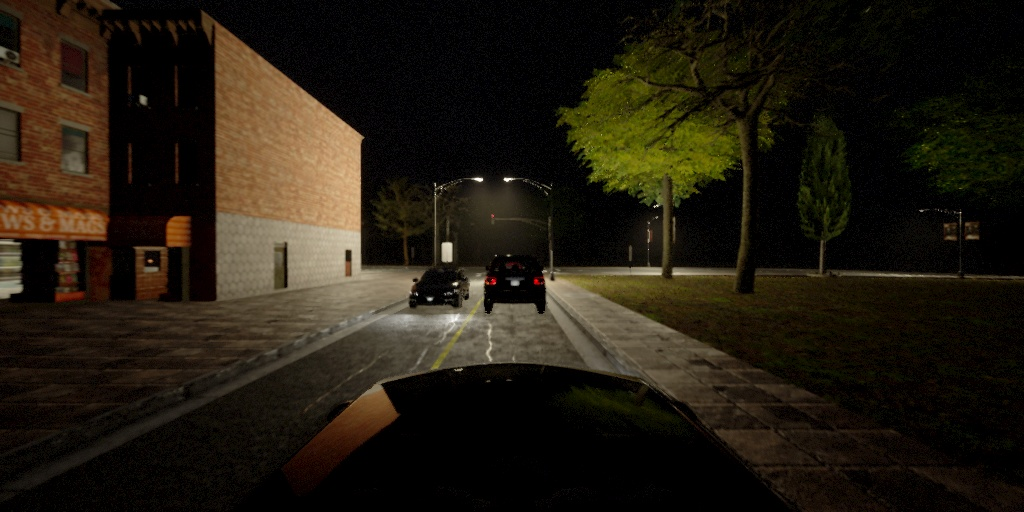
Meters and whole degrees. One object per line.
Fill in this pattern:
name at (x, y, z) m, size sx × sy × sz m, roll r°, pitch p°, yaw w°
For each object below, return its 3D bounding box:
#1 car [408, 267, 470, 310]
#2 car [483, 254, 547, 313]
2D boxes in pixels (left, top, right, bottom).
car at (-2.845, 1.247, 14.857) m, size 1.837 × 1.490 × 4.892 m, roll 0°, pitch 0°, yaw 0°
car at (0.099, 0.964, 14.104) m, size 2.150 × 2.045 × 5.566 m, roll 0°, pitch 0°, yaw 0°
